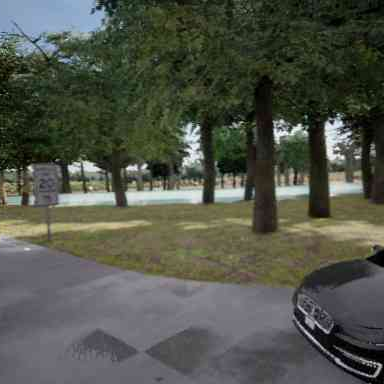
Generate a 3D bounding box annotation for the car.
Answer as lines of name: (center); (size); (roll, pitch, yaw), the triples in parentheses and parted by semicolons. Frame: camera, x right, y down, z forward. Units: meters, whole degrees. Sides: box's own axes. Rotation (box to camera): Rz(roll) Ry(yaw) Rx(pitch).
car: (3.808, 1.298, 4.435); (4.892, 1.490, 1.837); (-1, 7, -11)
